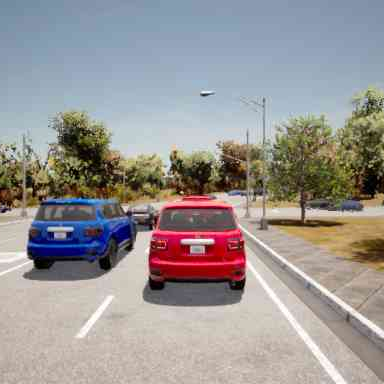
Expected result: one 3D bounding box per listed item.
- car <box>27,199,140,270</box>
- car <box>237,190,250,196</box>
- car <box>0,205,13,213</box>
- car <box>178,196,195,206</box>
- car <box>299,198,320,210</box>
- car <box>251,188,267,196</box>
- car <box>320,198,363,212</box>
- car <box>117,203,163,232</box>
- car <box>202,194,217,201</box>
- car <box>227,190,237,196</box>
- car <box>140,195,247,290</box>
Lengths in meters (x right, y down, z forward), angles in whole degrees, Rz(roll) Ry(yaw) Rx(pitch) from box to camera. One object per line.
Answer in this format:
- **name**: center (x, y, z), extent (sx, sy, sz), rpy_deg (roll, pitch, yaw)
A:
- **car**: center (-3.355, 1.231, 11.202), extent (2.150, 2.045, 5.566), rpy_deg (0, -1, 1)
- **car**: center (14.251, 0.262, 86.364), extent (2.128, 1.511, 4.902), rpy_deg (0, 3, 33)
- **car**: center (-23.568, 1.830, 38.092), extent (5.357, 1.411, 2.033), rpy_deg (-2, 0, 3)
- **car**: center (-1.012, 1.598, 60.767), extent (1.812, 1.442, 4.674), rpy_deg (0, 1, 17)
- **car**: center (16.274, 1.558, 42.893), extent (4.892, 1.490, 1.837), rpy_deg (-2, 0, 3)
- **car**: center (17.566, -0.079, 85.080), extent (2.150, 2.045, 5.566), rpy_deg (0, 3, 33)
- **car**: center (17.862, 1.583, 39.291), extent (4.181, 1.385, 1.994), rpy_deg (-1, 0, 3)
- **car**: center (-3.168, 1.536, 21.367), extent (2.128, 1.511, 4.902), rpy_deg (0, 0, 1)
- **car**: center (3.969, 1.172, 74.237), extent (1.994, 1.385, 4.181), rpy_deg (0, 2, 23)
- **car**: center (11.013, 0.244, 87.777), extent (1.882, 1.535, 5.008), rpy_deg (0, 3, 30)
- **car**: center (0.129, 1.230, 9.235), extent (2.150, 2.045, 5.566), rpy_deg (0, 0, 0)
